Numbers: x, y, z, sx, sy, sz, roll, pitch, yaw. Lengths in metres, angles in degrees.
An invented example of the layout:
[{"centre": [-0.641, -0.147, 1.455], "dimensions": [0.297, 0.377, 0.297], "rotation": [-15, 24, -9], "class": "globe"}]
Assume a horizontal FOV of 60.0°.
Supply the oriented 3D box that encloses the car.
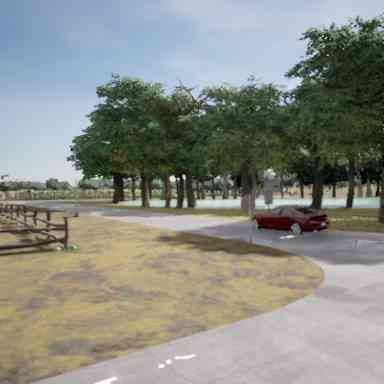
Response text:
[{"centre": [5.535, 1.560, 19.567], "dimensions": [1.882, 1.535, 5.008], "rotation": [-4, 2, -34], "class": "car"}]
